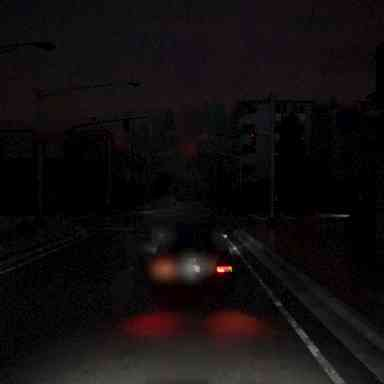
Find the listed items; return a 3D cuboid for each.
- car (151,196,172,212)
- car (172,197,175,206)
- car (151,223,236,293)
[{"bbox_3d":[-3.697,1.505,39.346,1.837,1.490,4.892,0,0,0],"label":"car"},{"bbox_3d":[-3.724,1.477,54.139,1.882,1.535,5.008,0,0,0],"label":"car"},{"bbox_3d":[0.036,1.547,8.960,2.033,1.411,5.357,0,0,0],"label":"car"}]
